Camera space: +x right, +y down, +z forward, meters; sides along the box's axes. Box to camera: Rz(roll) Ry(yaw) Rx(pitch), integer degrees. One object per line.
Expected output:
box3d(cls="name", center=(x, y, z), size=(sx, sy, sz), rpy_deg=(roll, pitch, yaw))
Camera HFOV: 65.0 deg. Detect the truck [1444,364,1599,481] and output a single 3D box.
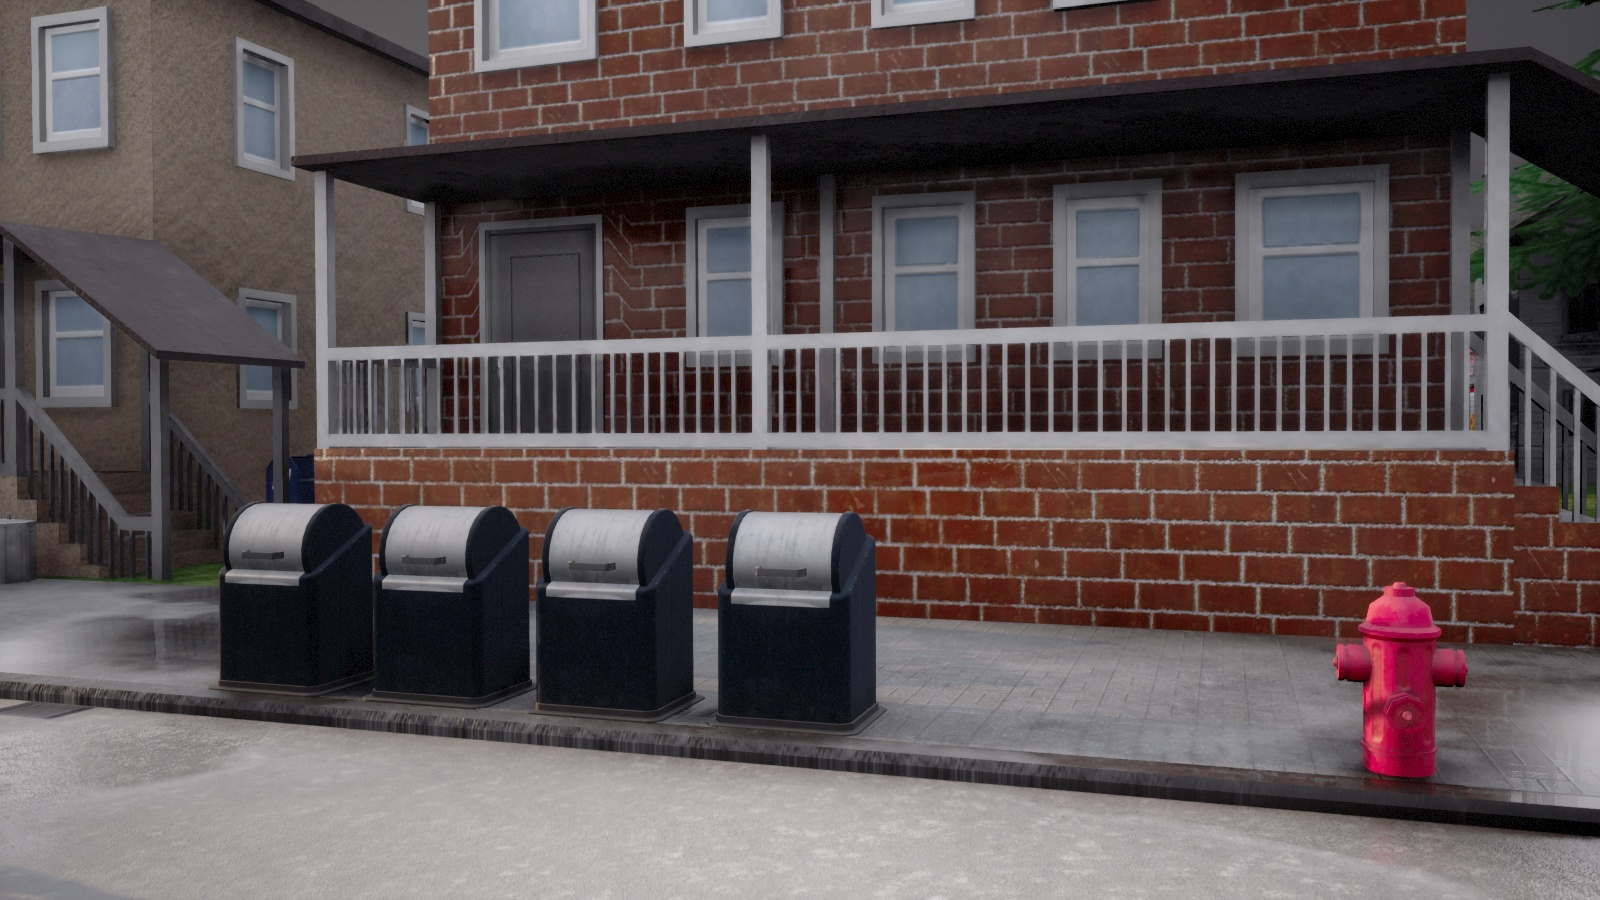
box3d(cls="truck", center=(26.759, -0.918, 42.503), size=(8.468, 3.827, 2.891), rpy_deg=(1, 1, 18))
